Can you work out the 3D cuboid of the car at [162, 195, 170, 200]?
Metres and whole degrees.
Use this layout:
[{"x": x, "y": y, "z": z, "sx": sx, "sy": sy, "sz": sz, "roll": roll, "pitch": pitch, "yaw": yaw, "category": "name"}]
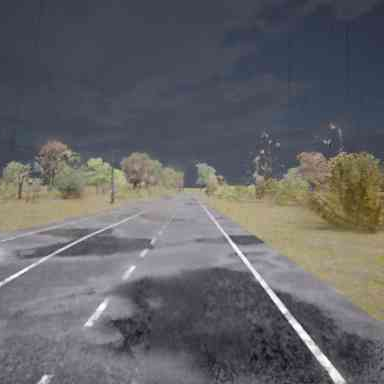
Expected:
[{"x": -6.934, "y": 1.412, "z": 90.069, "sx": 1.994, "sy": 1.385, "sz": 4.181, "roll": 0, "pitch": 0, "yaw": 0, "category": "car"}]
